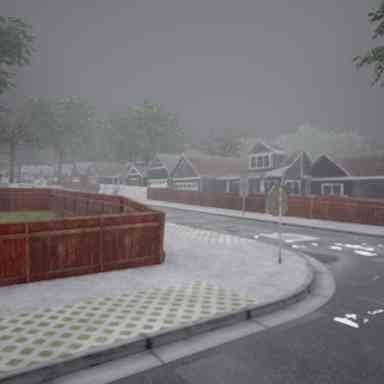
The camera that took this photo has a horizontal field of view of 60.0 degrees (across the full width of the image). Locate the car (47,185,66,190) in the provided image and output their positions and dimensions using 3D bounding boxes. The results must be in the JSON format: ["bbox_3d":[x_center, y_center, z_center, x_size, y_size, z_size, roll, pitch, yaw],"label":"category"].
[{"bbox_3d":[-19.007,-0.267,46.622,1.882,1.535,5.008,1,2,-35],"label":"car"}]
